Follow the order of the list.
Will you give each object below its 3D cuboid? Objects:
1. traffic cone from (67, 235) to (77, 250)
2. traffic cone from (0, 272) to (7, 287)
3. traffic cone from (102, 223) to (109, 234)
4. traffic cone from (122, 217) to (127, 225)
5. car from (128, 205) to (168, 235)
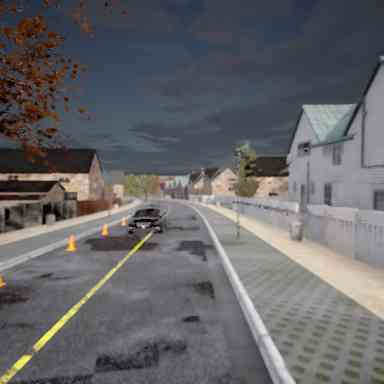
[{"bbox_3d":[-4.719,1.970,13.060,0.340,0.580,0.340,0,0,0],"label":"traffic cone"},{"bbox_3d":[-4.722,1.964,8.053,0.340,0.580,0.340,0,0,0],"label":"traffic cone"},{"bbox_3d":[-4.717,1.981,18.067,0.340,0.580,0.340,0,0,0],"label":"traffic cone"},{"bbox_3d":[-4.725,1.994,23.058,0.340,0.580,0.340,0,0,0],"label":"traffic cone"},{"bbox_3d":[-2.458,1.530,19.223,1.837,1.490,4.892,0,0,0],"label":"car"}]
